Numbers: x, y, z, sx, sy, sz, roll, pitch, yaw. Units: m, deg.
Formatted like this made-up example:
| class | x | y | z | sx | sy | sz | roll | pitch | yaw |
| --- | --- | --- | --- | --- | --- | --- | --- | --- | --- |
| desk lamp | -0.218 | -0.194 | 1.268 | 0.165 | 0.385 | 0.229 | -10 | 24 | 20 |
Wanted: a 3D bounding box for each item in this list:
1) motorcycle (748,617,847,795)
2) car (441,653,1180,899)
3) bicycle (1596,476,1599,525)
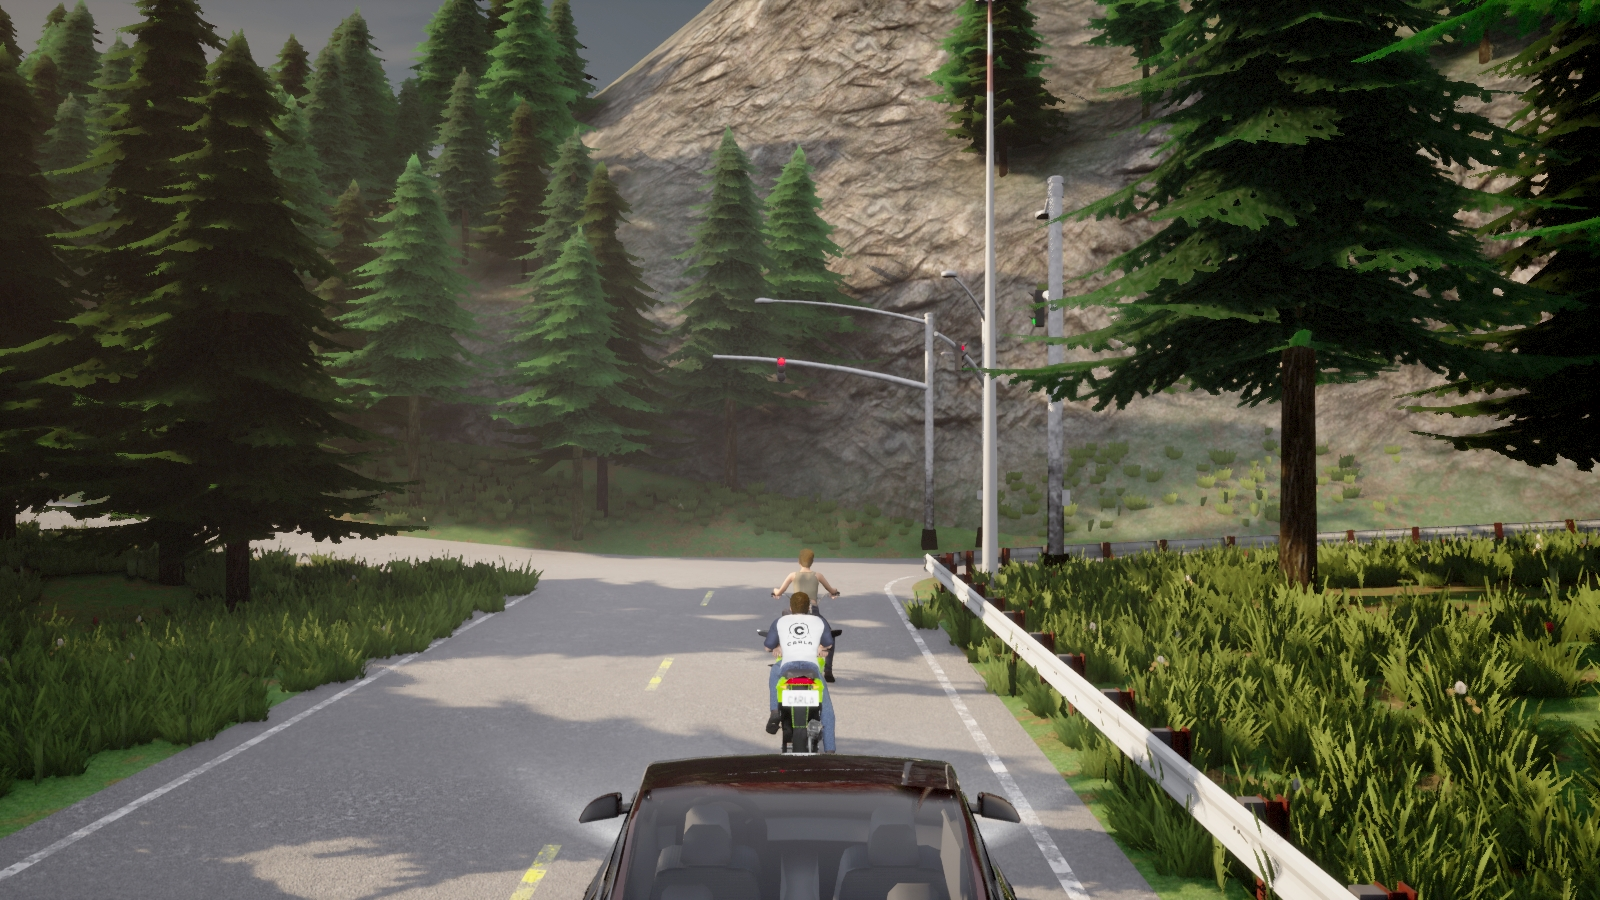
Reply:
| class | x | y | z | sx | sy | sz | roll | pitch | yaw |
| --- | --- | --- | --- | --- | --- | --- | --- | --- | --- |
| motorcycle | -0.020 | 2.213 | 10.238 | 0.803 | 1.145 | 2.033 | 0 | 0 | 0 |
| car | 0.029 | 2.063 | 5.012 | 2.163 | 1.488 | 4.792 | 0 | 0 | 0 |
| bicycle | 21.726 | 1.355 | 29.474 | 1.835 | 1.471 | 0.329 | -5 | -2 | 26 |
